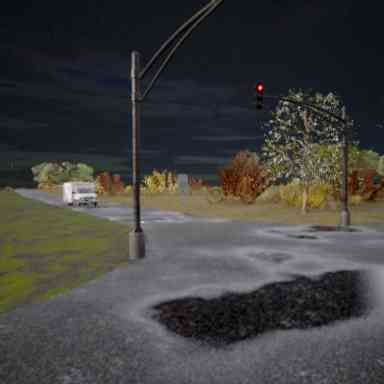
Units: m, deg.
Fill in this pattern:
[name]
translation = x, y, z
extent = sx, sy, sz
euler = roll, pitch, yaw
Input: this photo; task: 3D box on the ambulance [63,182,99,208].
[ambulance]
translation = -11.385, 0.241, 33.992
extent = 2.351, 2.431, 6.366
euler = -1, 1, -32
